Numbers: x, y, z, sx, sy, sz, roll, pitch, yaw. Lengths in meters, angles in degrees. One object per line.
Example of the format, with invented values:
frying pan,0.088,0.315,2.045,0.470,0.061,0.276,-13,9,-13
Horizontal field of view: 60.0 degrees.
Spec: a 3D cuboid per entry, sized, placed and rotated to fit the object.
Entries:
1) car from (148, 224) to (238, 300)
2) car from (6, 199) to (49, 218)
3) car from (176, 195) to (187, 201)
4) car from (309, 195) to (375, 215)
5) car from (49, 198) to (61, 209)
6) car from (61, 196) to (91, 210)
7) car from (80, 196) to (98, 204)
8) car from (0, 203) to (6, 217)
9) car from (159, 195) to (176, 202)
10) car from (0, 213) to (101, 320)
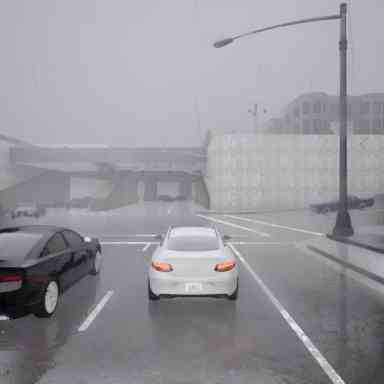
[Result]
car,0.018,1.526,8.239,1.812,1.442,4.674,0,0,0
car,-13.823,1.564,28.217,1.994,1.385,4.181,0,0,-12
car,-2.860,1.552,83.848,1.994,1.385,4.181,0,0,27
car,12.053,1.012,27.097,4.718,1.301,1.895,-6,0,-1
car,-18.715,1.547,44.778,2.033,1.411,5.357,0,0,-2
car,-15.185,1.525,43.961,1.812,1.442,4.674,0,0,-2
car,-19.238,1.505,62.212,1.837,1.490,4.892,0,0,-1
car,-17.502,1.547,28.600,2.033,1.411,5.357,0,0,-10
car,-5.344,1.552,74.324,1.994,1.385,4.181,0,0,5
car,-3.475,1.478,7.440,1.882,1.535,5.008,0,0,0
